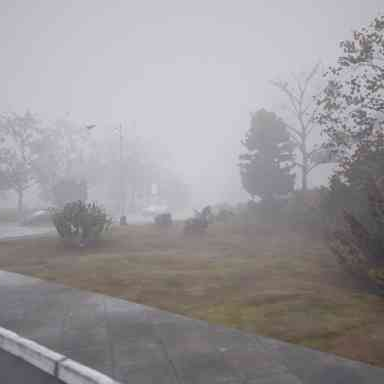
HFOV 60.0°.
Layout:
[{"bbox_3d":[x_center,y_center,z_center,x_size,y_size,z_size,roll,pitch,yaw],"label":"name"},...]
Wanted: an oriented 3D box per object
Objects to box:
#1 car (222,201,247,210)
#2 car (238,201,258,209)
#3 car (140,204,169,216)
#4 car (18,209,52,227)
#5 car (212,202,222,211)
[{"bbox_3d":[7.114,2.196,50.324,2.033,1.411,5.357,-3,-2,32],"label":"car"},{"bbox_3d":[10.439,2.411,62.098,1.837,1.490,4.892,-3,-2,33],"label":"car"},{"bbox_3d":[-4.939,2.407,44.624,1.812,1.442,4.674,-3,-2,32],"label":"car"},{"bbox_3d":[-13.639,2.342,30.898,1.812,1.442,4.674,-3,-2,33],"label":"car"},{"bbox_3d":[5.013,2.319,53.564,1.837,1.490,4.892,-3,-2,32],"label":"car"}]
